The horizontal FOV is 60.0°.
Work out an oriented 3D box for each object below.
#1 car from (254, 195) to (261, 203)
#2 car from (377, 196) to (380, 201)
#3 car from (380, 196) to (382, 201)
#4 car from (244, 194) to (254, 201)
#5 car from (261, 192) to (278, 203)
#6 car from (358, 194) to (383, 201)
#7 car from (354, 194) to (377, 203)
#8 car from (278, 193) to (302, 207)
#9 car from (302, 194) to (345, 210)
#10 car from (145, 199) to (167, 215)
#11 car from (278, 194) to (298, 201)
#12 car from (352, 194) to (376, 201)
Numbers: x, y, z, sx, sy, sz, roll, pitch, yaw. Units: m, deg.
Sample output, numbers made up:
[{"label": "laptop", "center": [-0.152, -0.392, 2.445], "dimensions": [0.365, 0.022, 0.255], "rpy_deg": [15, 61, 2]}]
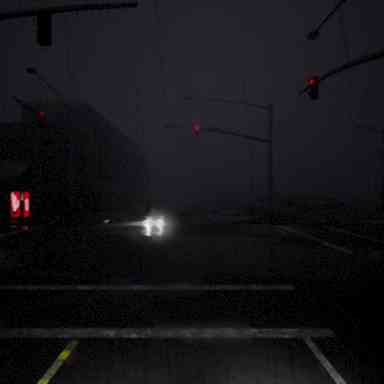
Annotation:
[{"label": "car", "center": [13.742, 1.012, 58.463], "dimensions": [4.605, 1.855, 1.932], "rpy_deg": [0, 0, 0]}, {"label": "car", "center": [32.251, 1.224, 52.086], "dimensions": [4.514, 1.523, 2.007], "rpy_deg": [0, 0, 0]}, {"label": "car", "center": [21.533, 1.257, 32.686], "dimensions": [4.514, 1.523, 2.007], "rpy_deg": [0, 0, 0]}, {"label": "car", "center": [13.874, 1.256, 77.047], "dimensions": [3.633, 1.501, 1.845], "rpy_deg": [0, 0, 0]}, {"label": "car", "center": [14.155, 0.996, 55.558], "dimensions": [3.866, 1.878, 1.905], "rpy_deg": [0, 0, 0]}, {"label": "car", "center": [39.961, 1.219, 73.927], "dimensions": [5.027, 1.636, 2.152], "rpy_deg": [0, 0, 0]}, {"label": "car", "center": [32.291, 1.228, 62.079], "dimensions": [3.633, 1.501, 1.845], "rpy_deg": [0, 0, 0]}, {"label": "car", "center": [14.158, 1.095, 42.763], "dimensions": [5.027, 1.636, 2.152], "rpy_deg": [0, 0, 0]}, {"label": "car", "center": [14.483, 1.185, 36.346], "dimensions": [3.806, 1.475, 1.970], "rpy_deg": [0, 0, 0]}, {"label": "car", "center": [-3.506, 1.434, 32.850], "dimensions": [2.128, 1.511, 4.902], "rpy_deg": [0, 0, 0]}, {"label": "car", "center": [21.296, 1.272, 74.069], "dimensions": [3.806, 1.475, 1.970], "rpy_deg": [0, 0, 0]}, {"label": "car", "center": [39.908, 1.223, 77.064], "dimensions": [4.514, 1.523, 2.007], "rpy_deg": [0, 0, 0]}]
